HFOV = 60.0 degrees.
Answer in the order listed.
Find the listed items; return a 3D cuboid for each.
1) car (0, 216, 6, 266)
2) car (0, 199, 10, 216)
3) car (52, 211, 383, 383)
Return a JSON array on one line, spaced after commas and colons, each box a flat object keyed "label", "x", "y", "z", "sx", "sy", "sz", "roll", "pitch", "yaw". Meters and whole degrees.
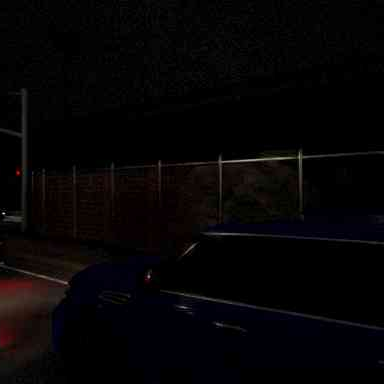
[{"label": "car", "x": -7.051, "y": 1.492, "z": 9.021, "sx": 4.902, "sy": 1.511, "sz": 2.128, "roll": 0, "pitch": 0, "yaw": 33}, {"label": "car", "x": -16.450, "y": 1.554, "z": 24.605, "sx": 1.837, "sy": 1.490, "sz": 4.892, "roll": 1, "pitch": 1, "yaw": 38}, {"label": "car", "x": 0.963, "y": 1.221, "z": 3.303, "sx": 5.566, "sy": 2.045, "sz": 2.150, "roll": 0, "pitch": 0, "yaw": 35}]
